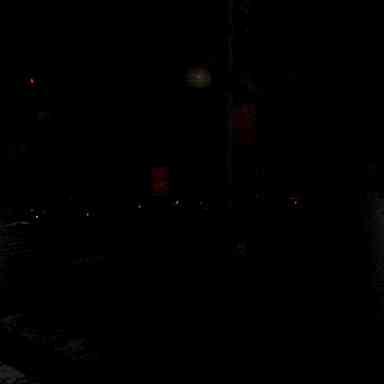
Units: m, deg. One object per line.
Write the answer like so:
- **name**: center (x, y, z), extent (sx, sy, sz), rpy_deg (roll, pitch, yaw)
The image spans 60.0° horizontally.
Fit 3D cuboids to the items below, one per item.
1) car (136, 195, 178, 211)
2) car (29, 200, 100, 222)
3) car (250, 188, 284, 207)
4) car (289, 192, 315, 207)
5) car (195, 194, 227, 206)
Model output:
- **car**: center (-3.356, 1.017, 32.261), extent (2.128, 1.511, 4.902), rpy_deg (0, 1, 35)
- **car**: center (-9.096, 1.303, 24.022), extent (1.895, 1.301, 4.718), rpy_deg (0, 1, 35)
- **car**: center (8.552, 0.566, 37.641), extent (2.150, 2.045, 5.566), rpy_deg (0, 1, 35)
- **car**: center (12.504, 0.817, 37.631), extent (1.837, 1.490, 4.892), rpy_deg (0, 1, 35)
- **car**: center (2.373, 0.955, 40.476), extent (1.895, 1.301, 4.718), rpy_deg (0, 1, 35)
